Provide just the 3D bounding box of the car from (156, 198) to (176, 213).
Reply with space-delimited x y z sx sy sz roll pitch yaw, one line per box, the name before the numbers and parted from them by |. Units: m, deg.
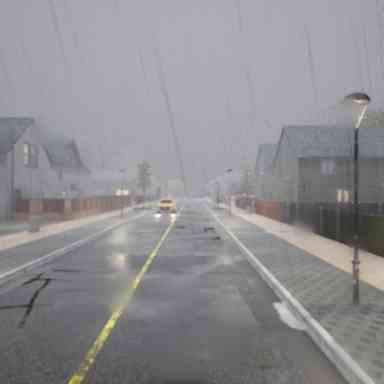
car | -2.757 1.439 36.171 1.882 1.535 5.008 0 0 0
